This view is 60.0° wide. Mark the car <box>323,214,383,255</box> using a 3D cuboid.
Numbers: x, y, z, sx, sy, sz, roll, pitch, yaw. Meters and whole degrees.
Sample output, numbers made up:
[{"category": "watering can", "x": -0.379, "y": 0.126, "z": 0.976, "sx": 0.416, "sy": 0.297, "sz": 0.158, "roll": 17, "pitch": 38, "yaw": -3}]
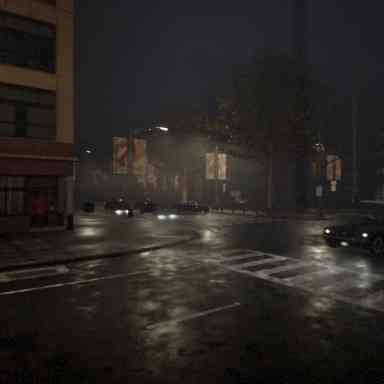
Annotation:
[{"category": "car", "x": 7.426, "y": 1.600, "z": 13.564, "sx": 4.718, "sy": 1.301, "sz": 1.895, "roll": 0, "pitch": 0, "yaw": -35}]

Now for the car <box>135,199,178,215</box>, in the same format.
[{"category": "car", "x": -3.676, "y": 1.564, "z": 33.872, "sx": 1.994, "sy": 1.385, "sz": 4.181, "roll": 0, "pitch": 0, "yaw": -36}]

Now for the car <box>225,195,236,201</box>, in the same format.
[{"category": "car", "x": 7.962, "y": 1.413, "z": 76.676, "sx": 2.161, "sy": 1.482, "sz": 4.786, "roll": 0, "pitch": 0, "yaw": -36}]

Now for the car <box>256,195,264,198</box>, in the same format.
[{"category": "car", "x": 17.621, "y": 1.463, "z": 83.113, "sx": 1.895, "sy": 1.301, "sz": 4.718, "roll": 0, "pitch": 0, "yaw": -36}]

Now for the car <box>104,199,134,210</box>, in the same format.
[{"category": "car", "x": -9.500, "y": 1.564, "z": 42.028, "sx": 1.994, "sy": 1.385, "sz": 4.181, "roll": 0, "pitch": 0, "yaw": -35}]

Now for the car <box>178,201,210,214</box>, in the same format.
[{"category": "car", "x": -0.182, "y": 1.601, "z": 35.001, "sx": 1.895, "sy": 1.301, "sz": 4.718, "roll": 0, "pitch": 0, "yaw": -36}]

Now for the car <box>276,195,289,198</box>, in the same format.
[{"category": "car", "x": 18.430, "y": 1.320, "z": 69.180, "sx": 2.002, "sy": 1.452, "sz": 4.674, "roll": 0, "pitch": 0, "yaw": -36}]
